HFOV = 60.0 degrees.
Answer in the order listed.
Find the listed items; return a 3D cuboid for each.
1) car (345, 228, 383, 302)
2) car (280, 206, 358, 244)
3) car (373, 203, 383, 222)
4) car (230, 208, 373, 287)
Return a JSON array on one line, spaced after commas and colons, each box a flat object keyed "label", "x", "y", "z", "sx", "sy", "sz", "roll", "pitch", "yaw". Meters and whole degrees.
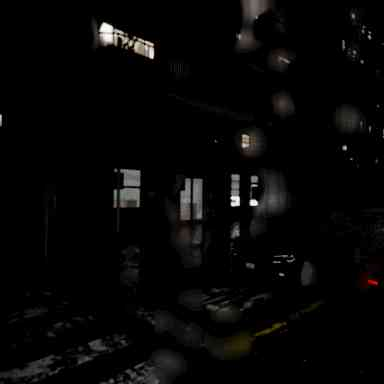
[{"label": "car", "x": 5.134, "y": 1.463, "z": 6.996, "sx": 4.674, "sy": 1.442, "sz": 1.812, "roll": -1, "pitch": 1, "yaw": -44}, {"label": "car", "x": 6.158, "y": 1.452, "z": 15.880, "sx": 4.206, "sy": 1.307, "sz": 1.802, "roll": -1, "pitch": 2, "yaw": -44}, {"label": "car", "x": 14.006, "y": 1.325, "z": 23.462, "sx": 4.829, "sy": 1.417, "sz": 1.752, "roll": -1, "pitch": 2, "yaw": -44}, {"label": "car", "x": 3.129, "y": 1.400, "z": 9.369, "sx": 5.008, "sy": 1.535, "sz": 1.882, "roll": -1, "pitch": 1, "yaw": -44}]
